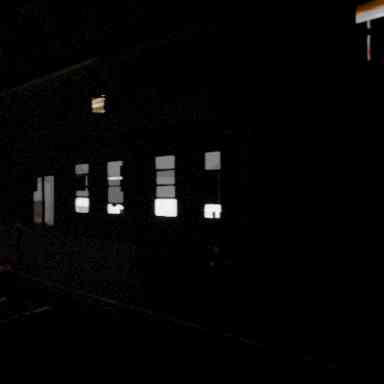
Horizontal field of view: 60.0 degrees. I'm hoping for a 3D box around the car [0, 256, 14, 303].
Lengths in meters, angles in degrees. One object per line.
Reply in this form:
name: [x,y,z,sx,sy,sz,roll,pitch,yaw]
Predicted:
car: [-5.366,1.492,6.724,4.507,1.381,1.887,0,0,36]
